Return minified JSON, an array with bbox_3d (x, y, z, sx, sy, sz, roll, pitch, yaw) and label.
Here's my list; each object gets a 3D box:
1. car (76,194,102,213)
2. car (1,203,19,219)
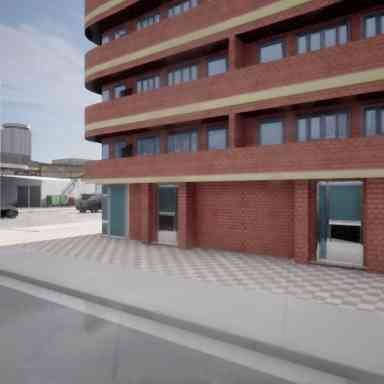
[{"bbox_3d":[-10.067,1.214,36.868,2.150,2.045,5.566,0,1,34],"label":"car"},{"bbox_3d":[-16.601,1.564,27.299,1.994,1.385,4.181,0,0,34],"label":"car"}]
